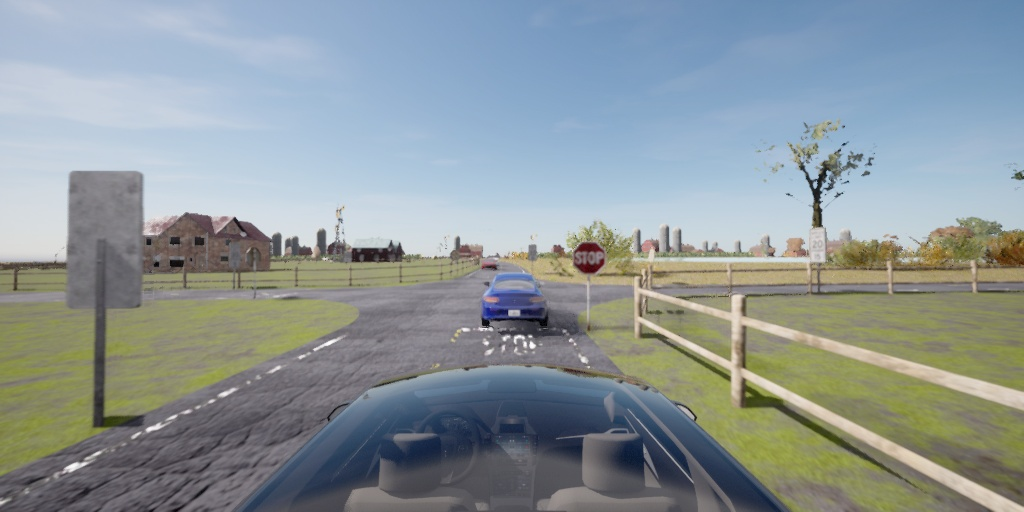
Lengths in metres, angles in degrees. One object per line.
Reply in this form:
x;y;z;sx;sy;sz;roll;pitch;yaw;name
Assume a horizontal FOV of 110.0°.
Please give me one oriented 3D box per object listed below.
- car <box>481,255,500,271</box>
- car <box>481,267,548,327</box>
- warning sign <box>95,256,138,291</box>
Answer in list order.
-2.900;1.044;46.329;1.882;1.535;5.008;0;0;-1;car
0.072;1.231;11.192;1.812;1.442;4.674;0;0;0;car
-25.783;1.124;23.409;1.060;1.860;1.300;0;0;-1;warning sign
